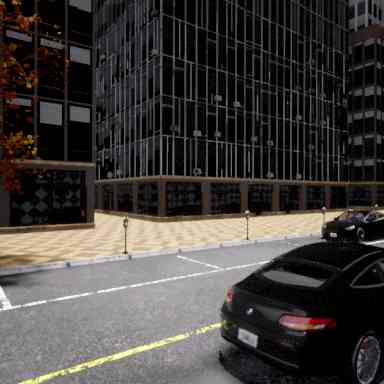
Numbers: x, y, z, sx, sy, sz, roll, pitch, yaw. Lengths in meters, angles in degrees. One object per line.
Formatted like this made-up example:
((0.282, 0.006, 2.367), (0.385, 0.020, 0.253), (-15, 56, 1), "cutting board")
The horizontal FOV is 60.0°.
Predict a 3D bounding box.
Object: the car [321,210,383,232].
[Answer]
((8.140, 1.563, 16.226), (4.313, 1.339, 1.947), (0, 0, -36), "car")

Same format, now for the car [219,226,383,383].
((2.522, 1.525, 5.233), (4.674, 1.442, 1.812), (0, 0, -36), "car")
